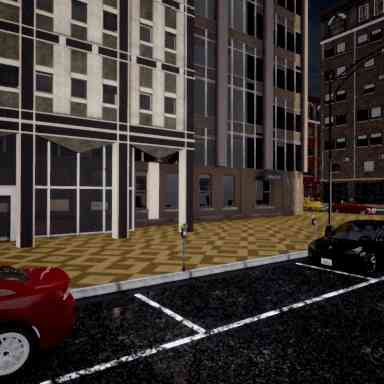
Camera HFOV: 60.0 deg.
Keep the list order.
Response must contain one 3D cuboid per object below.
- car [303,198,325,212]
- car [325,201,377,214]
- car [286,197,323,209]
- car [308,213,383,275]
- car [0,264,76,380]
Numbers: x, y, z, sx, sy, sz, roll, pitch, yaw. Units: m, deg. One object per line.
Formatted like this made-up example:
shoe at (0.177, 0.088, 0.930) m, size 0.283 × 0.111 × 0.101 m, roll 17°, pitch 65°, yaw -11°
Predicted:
car at (12.341, 1.468, 36.647) m, size 1.752 × 1.417 × 4.829 m, roll 0°, pitch 0°, yaw -36°
car at (15.550, 1.535, 32.189) m, size 1.802 × 1.307 × 4.206 m, roll 0°, pitch 0°, yaw -36°
car at (15.634, 1.500, 46.415) m, size 1.752 × 1.417 × 4.829 m, roll 0°, pitch 0°, yaw -36°
car at (5.509, 1.567, 10.510) m, size 4.313 × 1.339 × 1.947 m, roll 0°, pitch 0°, yaw -36°
car at (-3.740, 1.545, 3.885) m, size 4.507 × 1.381 × 1.887 m, roll 0°, pitch 0°, yaw -36°
